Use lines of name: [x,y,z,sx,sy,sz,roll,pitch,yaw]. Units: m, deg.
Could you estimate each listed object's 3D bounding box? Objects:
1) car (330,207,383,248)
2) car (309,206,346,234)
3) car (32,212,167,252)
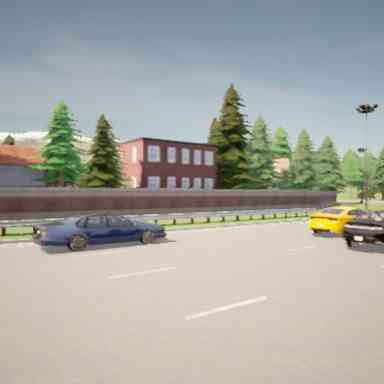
car: [8.247,1.544,13.929,4.902,1.511,2.128,0,0,-35]
car: [8.570,1.541,18.458,5.008,1.535,1.882,0,0,-35]
car: [-3.719,1.565,13.991,5.357,1.411,2.033,0,0,-36]
